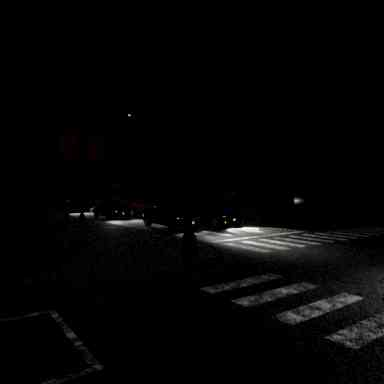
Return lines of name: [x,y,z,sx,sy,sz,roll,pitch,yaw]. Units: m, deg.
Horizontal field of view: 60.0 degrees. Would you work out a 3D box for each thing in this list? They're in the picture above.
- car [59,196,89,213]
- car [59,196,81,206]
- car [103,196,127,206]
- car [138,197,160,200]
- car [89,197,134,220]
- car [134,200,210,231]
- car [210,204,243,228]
car: [-13.090,1.494,37.031,2.033,1.411,5.357,0,0,-36]
car: [-18.594,1.322,50.430,1.895,1.301,4.718,0,0,-36]
car: [-12.393,1.392,53.116,1.882,1.535,5.008,0,0,-36]
car: [-3.511,1.312,29.272,2.097,1.767,4.553,0,0,-36]
car: [-6.869,1.468,28.376,1.837,1.490,4.892,0,0,-36]
car: [-1.376,1.469,20.730,2.128,1.511,4.902,0,0,-36]
car: [1.476,1.537,22.328,1.994,1.385,4.181,0,0,-36]
